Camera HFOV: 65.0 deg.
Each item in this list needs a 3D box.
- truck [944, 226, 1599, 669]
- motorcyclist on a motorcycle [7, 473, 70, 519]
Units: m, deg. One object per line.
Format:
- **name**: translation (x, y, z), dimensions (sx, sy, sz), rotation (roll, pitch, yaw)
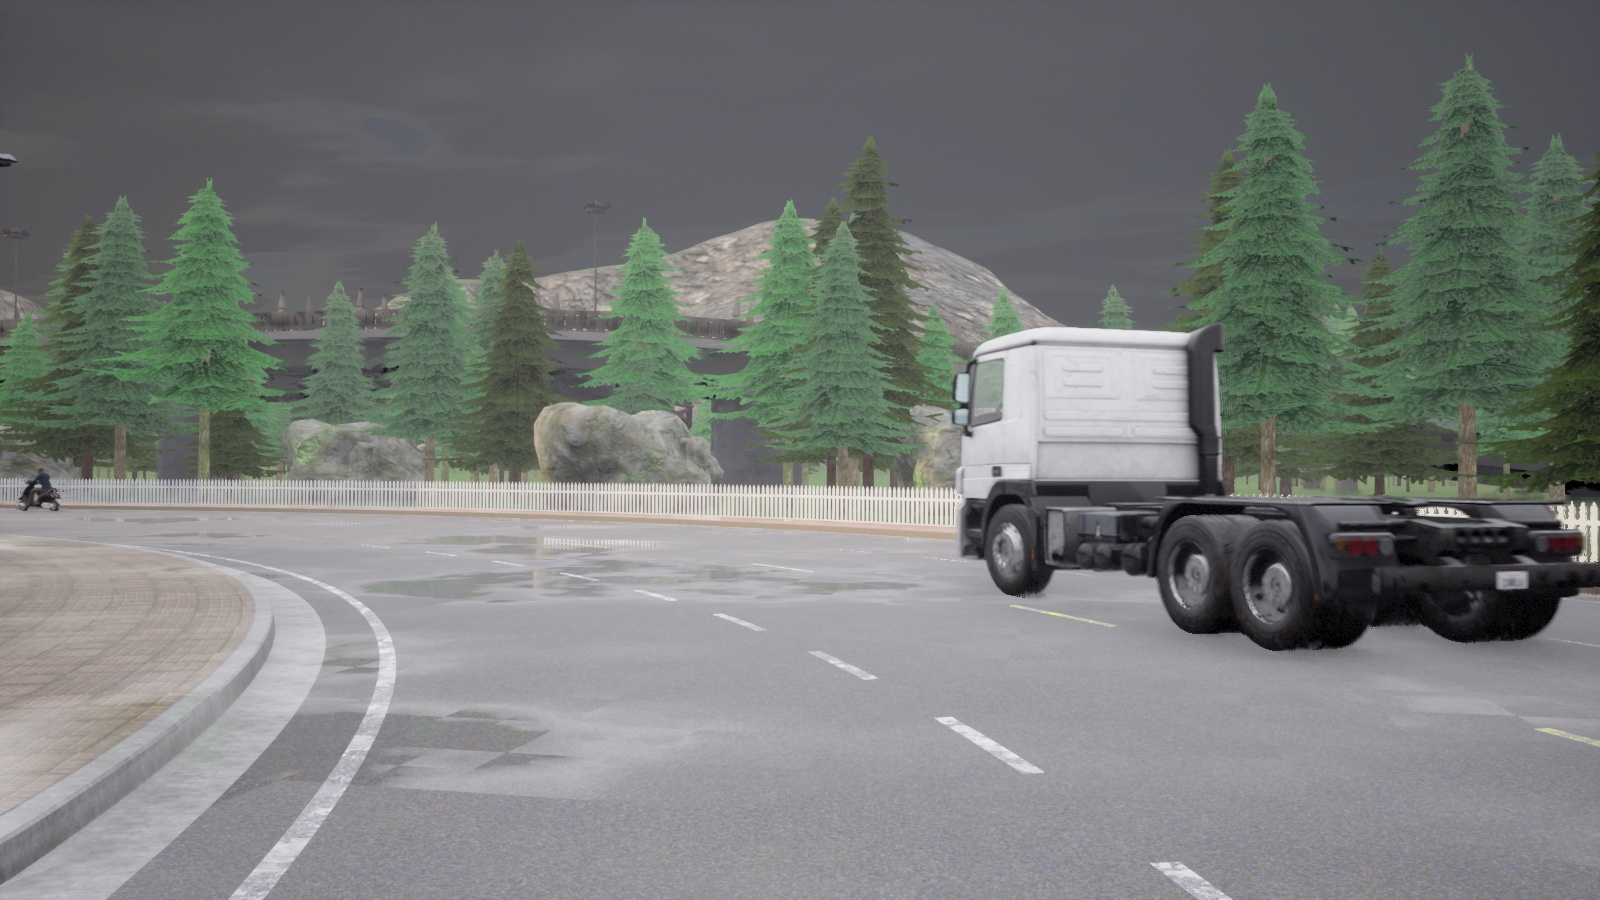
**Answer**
- **truck**: translation (4.568, 0.049, 14.030), dimensions (2.891, 3.462, 7.936), rotation (0, -1, -17)
- **motorcyclist on a motorcycle**: translation (-27.174, 1.627, 44.810), dimensions (1.817, 1.590, 0.866), rotation (0, -1, 14)
